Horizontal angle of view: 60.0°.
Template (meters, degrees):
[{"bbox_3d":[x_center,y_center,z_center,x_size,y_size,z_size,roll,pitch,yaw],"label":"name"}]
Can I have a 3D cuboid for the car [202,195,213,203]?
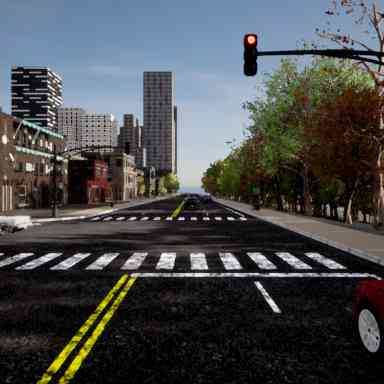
[{"bbox_3d":[3.181,1.523,65.814,2.033,1.411,5.357,0,0,0],"label":"car"}]

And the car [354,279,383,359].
[{"bbox_3d":[3.342,1.477,2.948,1.882,1.535,5.008,0,0,0],"label":"car"}]

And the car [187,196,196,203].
[{"bbox_3d":[-0.156,1.499,68.127,1.812,1.442,4.674,0,0,0],"label":"car"}]

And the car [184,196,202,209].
[{"bbox_3d":[-0.012,1.490,44.097,1.837,1.490,4.892,0,0,0],"label":"car"}]

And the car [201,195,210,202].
[{"bbox_3d":[3.059,1.469,76.308,1.837,1.490,4.892,0,0,0],"label":"car"}]

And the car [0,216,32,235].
[{"bbox_3d":[-11.454,1.683,18.225,4.718,1.301,1.895,-2,0,-6],"label":"car"}]
